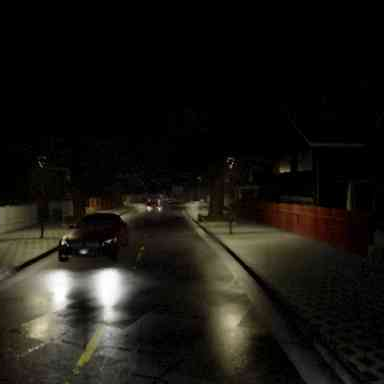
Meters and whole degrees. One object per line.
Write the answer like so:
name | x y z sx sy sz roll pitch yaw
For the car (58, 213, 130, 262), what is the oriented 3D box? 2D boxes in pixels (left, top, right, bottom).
car | -3.418 1.523 12.331 1.812 1.442 4.674 0 0 -4

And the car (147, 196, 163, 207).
car | -5.716 1.344 51.872 2.097 1.767 4.553 0 0 0

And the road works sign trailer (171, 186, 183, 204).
road works sign trailer | -2.867 0.455 65.282 2.380 3.560 2.880 0 -1 2
